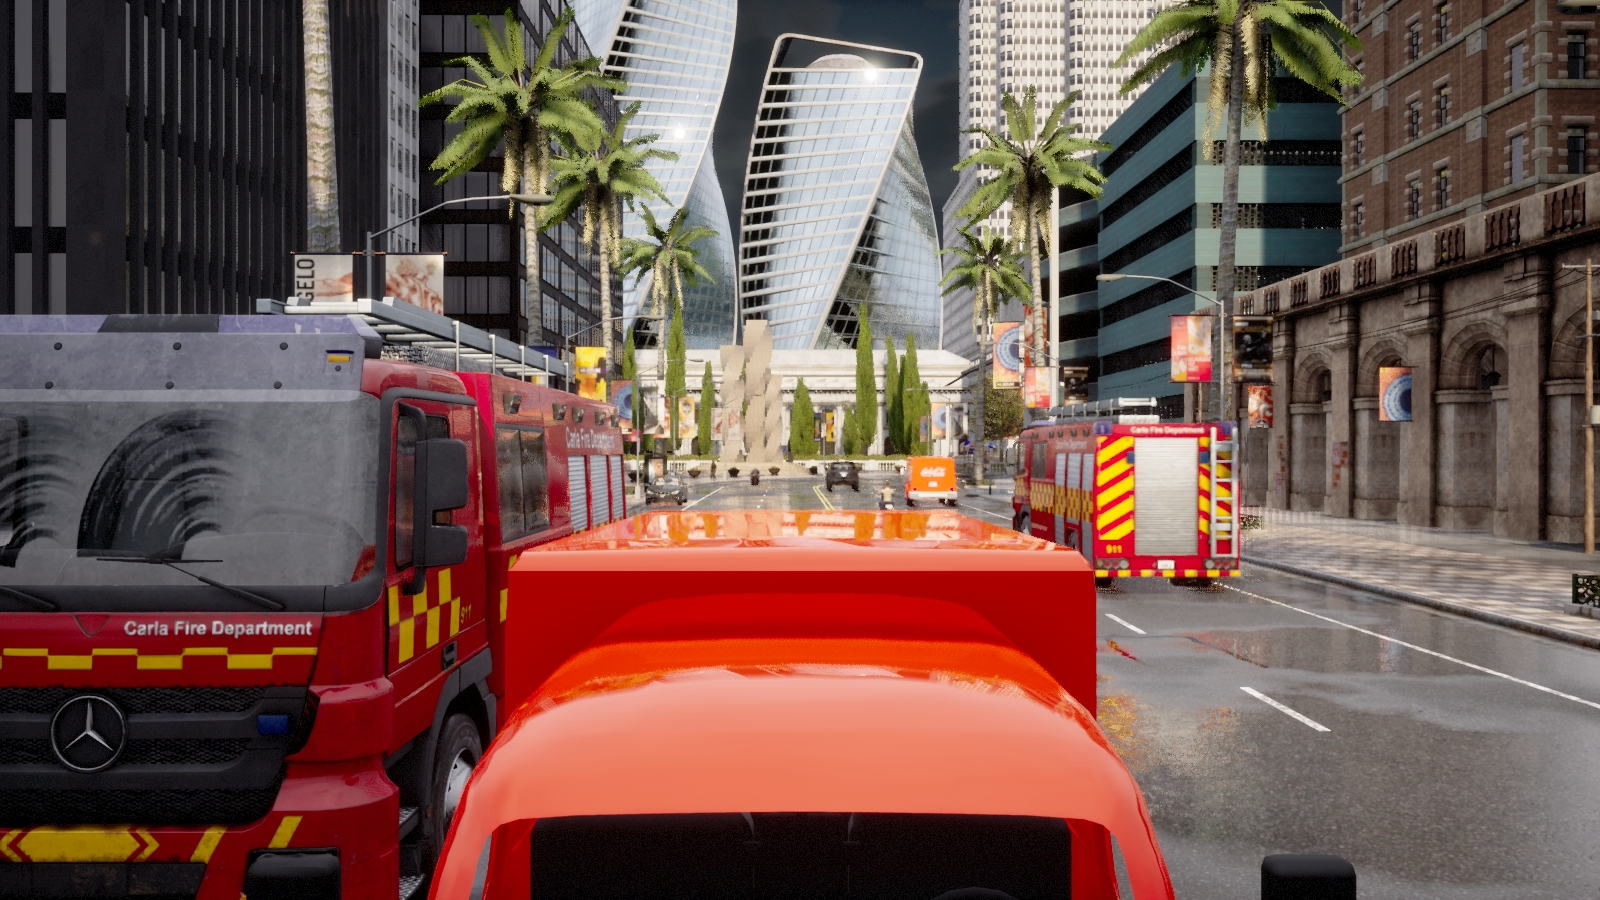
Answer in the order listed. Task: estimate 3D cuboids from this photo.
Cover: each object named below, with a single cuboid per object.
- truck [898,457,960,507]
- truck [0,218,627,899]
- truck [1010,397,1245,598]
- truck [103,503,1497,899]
[{"bbox_3d":[6.623,1.589,59.169,2.627,2.467,5.204,0,0,0],"label":"truck"},{"bbox_3d":[-3.491,0.895,9.272,2.891,3.827,8.468,0,0,0],"label":"truck"},{"bbox_3d":[6.999,0.900,25.921,2.891,3.827,8.468,0,0,0],"label":"truck"},{"bbox_3d":[-0.001,1.571,4.755,2.627,2.467,5.204,0,0,0],"label":"truck"}]
